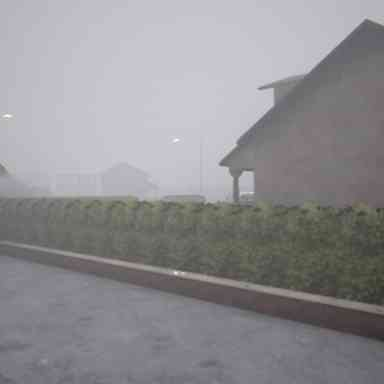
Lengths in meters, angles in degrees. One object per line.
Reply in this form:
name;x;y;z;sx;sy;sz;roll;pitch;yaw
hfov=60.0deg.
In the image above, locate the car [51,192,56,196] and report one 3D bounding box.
car;-27.996;0.964;66.229;3.866;1.878;1.905;0;0;36
